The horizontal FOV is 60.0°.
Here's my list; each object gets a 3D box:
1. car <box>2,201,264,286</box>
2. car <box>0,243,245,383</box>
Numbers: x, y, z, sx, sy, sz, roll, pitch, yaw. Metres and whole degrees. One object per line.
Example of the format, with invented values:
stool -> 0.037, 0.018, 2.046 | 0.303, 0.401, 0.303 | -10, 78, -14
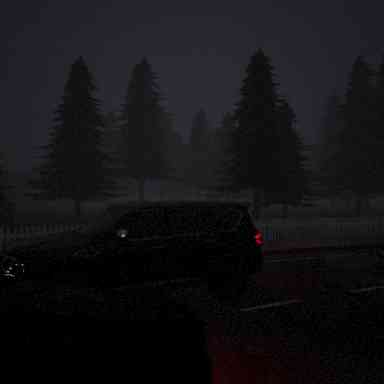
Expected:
car -> -1.028, 1.219, 7.114 | 5.566, 2.045, 2.150 | 1, 0, -29
car -> -2.182, 1.453, 2.227 | 5.008, 1.535, 1.882 | 1, 0, -33
